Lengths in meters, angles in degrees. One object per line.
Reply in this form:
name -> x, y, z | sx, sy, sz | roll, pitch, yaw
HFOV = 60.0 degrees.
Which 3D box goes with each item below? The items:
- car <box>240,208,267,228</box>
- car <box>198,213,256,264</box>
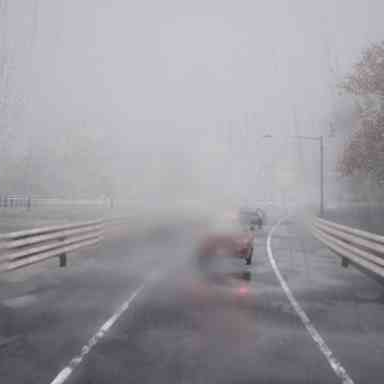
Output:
car -> 4.780, 1.965, 26.161 | 2.128, 1.511, 4.902 | 0, -1, 18
car -> 1.384, 1.733, 12.634 | 1.812, 1.442, 4.674 | 0, -1, 11
